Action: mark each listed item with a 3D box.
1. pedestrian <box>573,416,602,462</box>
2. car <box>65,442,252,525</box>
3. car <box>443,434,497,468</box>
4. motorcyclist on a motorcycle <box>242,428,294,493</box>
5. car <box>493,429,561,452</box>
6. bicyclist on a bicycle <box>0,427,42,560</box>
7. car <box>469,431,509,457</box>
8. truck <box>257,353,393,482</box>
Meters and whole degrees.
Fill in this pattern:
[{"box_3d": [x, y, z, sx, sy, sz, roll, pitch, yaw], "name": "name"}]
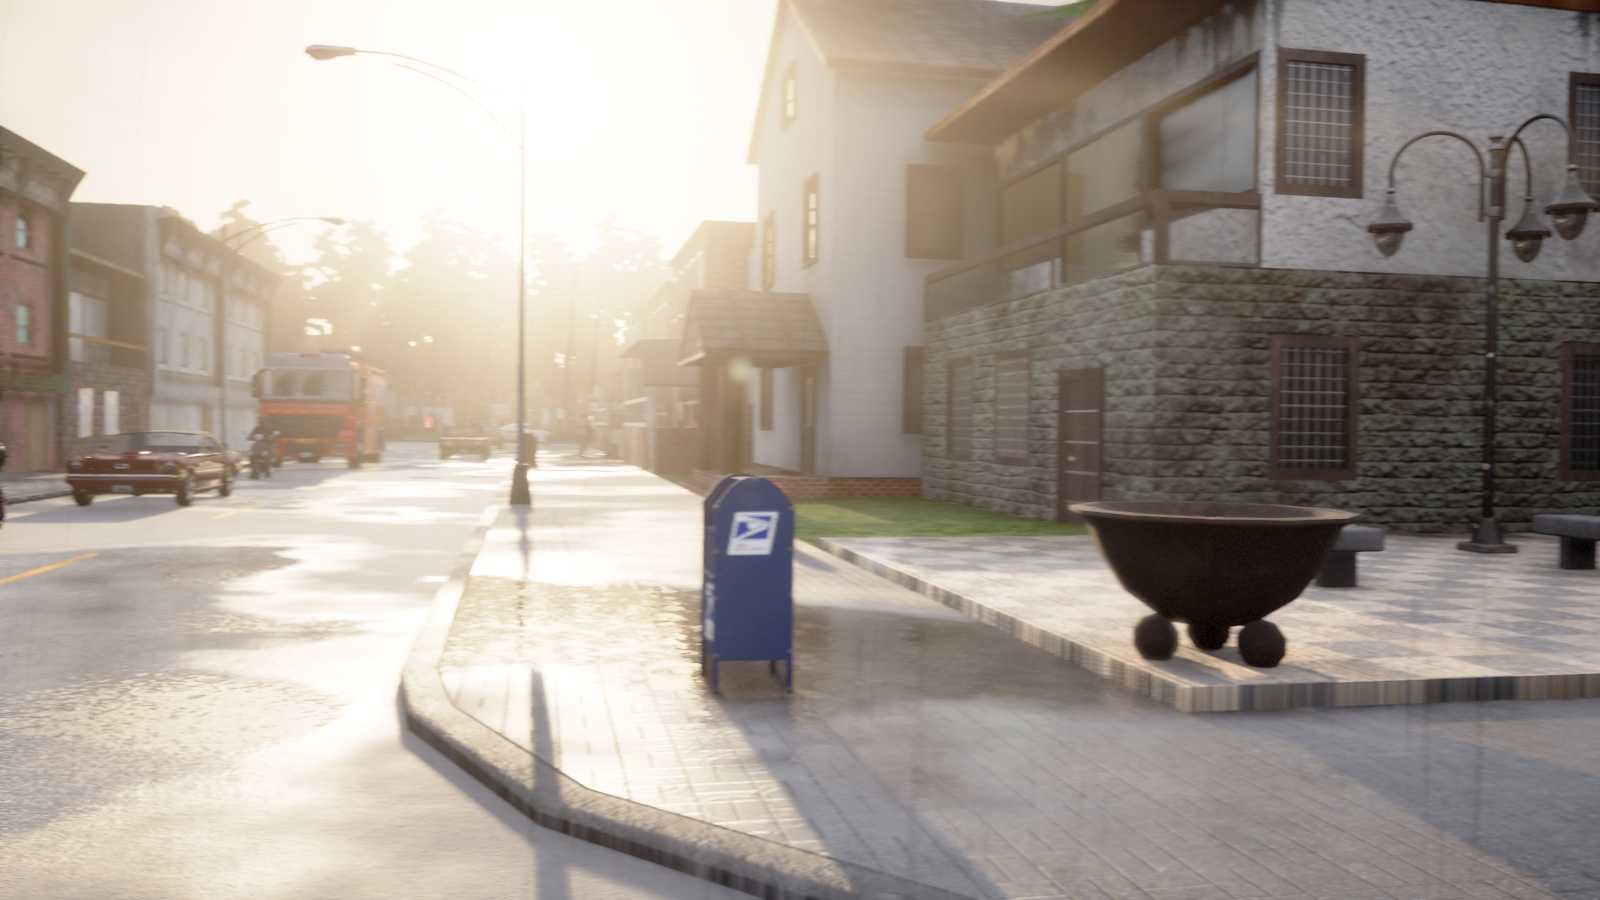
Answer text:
[{"box_3d": [-8.691, -0.435, 51.323, 0.874, 1.855, 0.900, 0, 1, 11], "name": "pedestrian"}, {"box_3d": [-11.736, 0.541, 23.350, 1.895, 1.301, 4.718, -1, 1, -12], "name": "car"}, {"box_3d": [-13.530, -0.006, 51.707, 1.895, 1.301, 4.718, -1, 1, -12], "name": "car"}, {"box_3d": [-13.532, 0.239, 32.004, 0.866, 1.590, 1.817, -1, 1, -12], "name": "motorcyclist on a motorcycle"}, {"box_3d": [-17.948, -0.661, 82.890, 1.812, 1.442, 4.674, 0, 1, 27], "name": "car"}, {"box_3d": [-10.182, 0.530, 15.773, 0.582, 1.620, 1.656, -1, 1, -12], "name": "bicyclist on a bicycle"}, {"box_3d": [-17.429, -0.381, 70.524, 1.994, 1.385, 4.181, -1, 1, -12], "name": "car"}, {"box_3d": [-15.592, -1.056, 41.873, 2.891, 3.827, 8.468, -1, 1, -12], "name": "truck"}]
